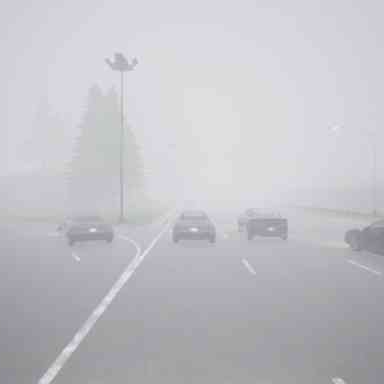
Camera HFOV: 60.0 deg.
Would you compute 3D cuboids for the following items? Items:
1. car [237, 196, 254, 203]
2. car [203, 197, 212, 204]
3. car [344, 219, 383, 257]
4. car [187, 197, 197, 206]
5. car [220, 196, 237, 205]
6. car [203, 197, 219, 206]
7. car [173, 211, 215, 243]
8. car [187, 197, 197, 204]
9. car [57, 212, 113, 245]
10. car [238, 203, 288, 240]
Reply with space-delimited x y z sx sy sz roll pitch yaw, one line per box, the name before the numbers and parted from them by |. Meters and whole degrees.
car | 10.495 1.832 63.313 2.033 1.411 5.357 0 0 0
car | 3.494 1.769 73.738 1.812 1.442 4.674 0 0 0
car | 7.096 1.598 11.110 2.033 1.411 5.357 0 0 0
car | -0.005 1.884 62.926 1.895 1.301 4.718 0 0 0
car | 6.995 1.815 64.564 1.812 1.442 4.674 0 0 0
car | 3.495 1.789 63.313 1.837 1.490 4.892 0 0 0
car | 0.097 1.639 16.631 1.994 1.385 4.181 0 0 0
car | -0.006 1.769 72.905 1.994 1.385 4.181 0 0 0
car | -5.240 1.637 16.180 1.994 1.385 4.181 0 0 -28
car | 3.597 1.557 17.602 1.882 1.535 5.008 0 0 0
